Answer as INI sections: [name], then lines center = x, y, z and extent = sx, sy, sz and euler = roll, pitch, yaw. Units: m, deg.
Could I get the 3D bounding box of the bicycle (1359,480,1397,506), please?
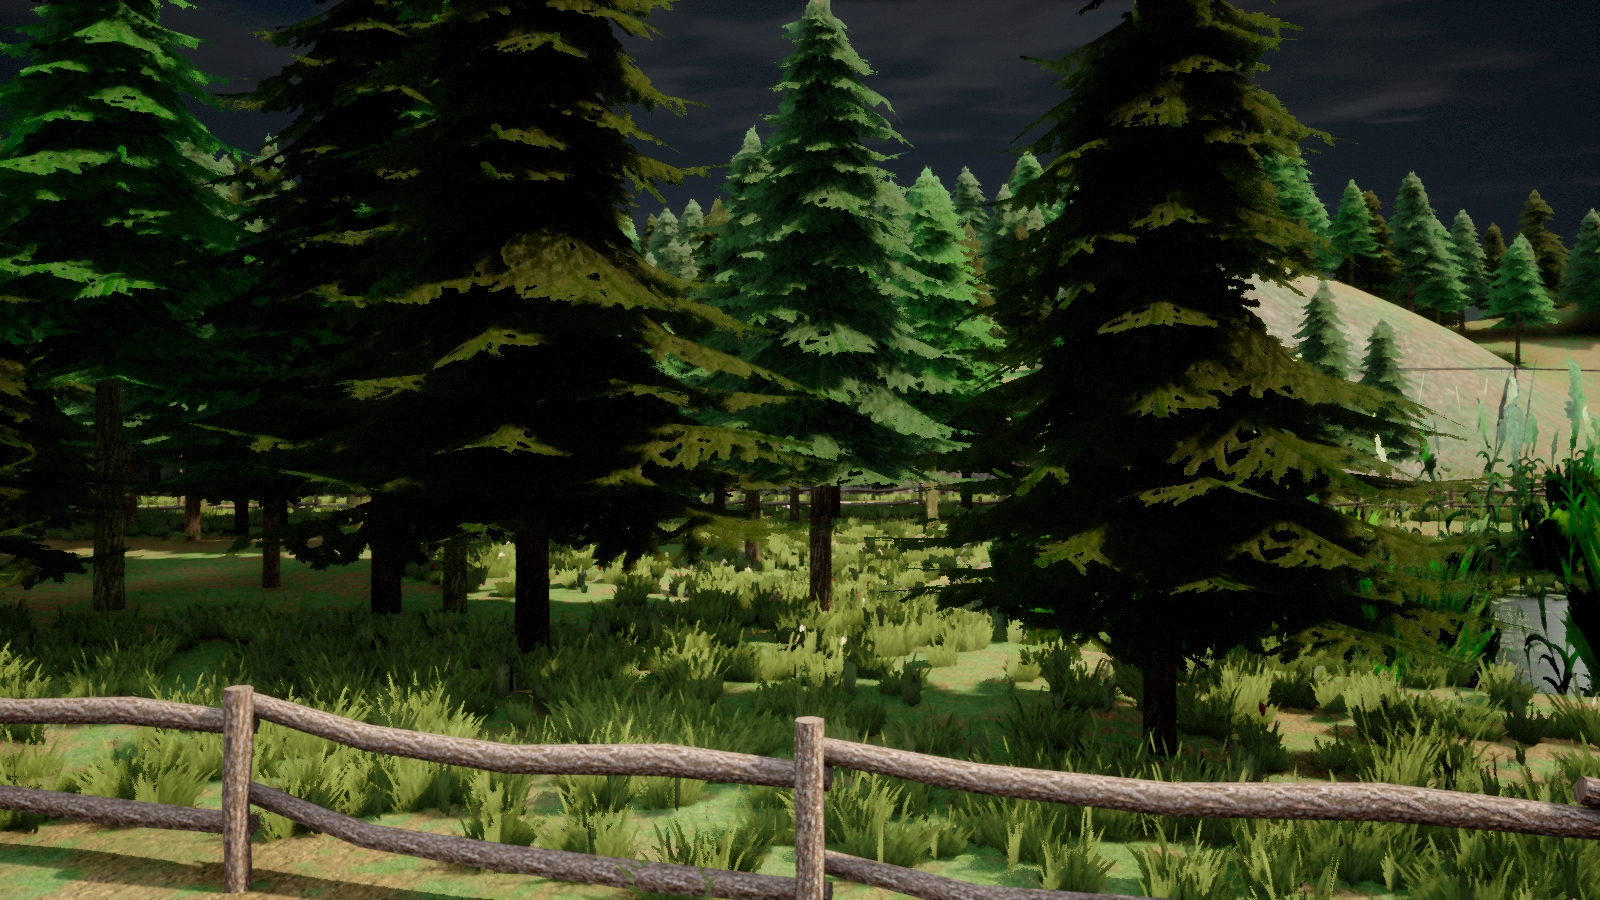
[bicycle]
center = 29.125, 2.158, 57.570
extent = 1.487, 1.276, 0.859
euler = 0, 0, 7
